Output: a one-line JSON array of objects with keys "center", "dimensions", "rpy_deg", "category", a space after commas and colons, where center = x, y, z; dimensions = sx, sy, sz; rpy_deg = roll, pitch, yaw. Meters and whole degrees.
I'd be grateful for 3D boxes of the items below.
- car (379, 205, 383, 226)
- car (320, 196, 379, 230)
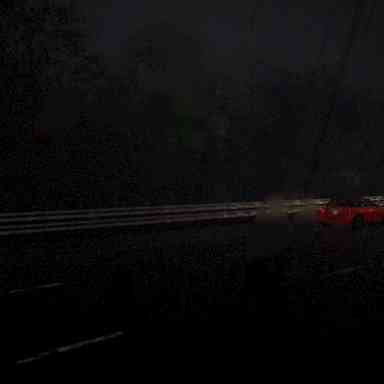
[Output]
[{"center": [11.460, 1.078, 16.217], "dimensions": [4.553, 1.767, 2.097], "rpy_deg": [-1, 1, -35], "category": "car"}, {"center": [9.416, 1.078, 19.059], "dimensions": [4.553, 1.767, 2.097], "rpy_deg": [-1, 1, -35], "category": "car"}]
